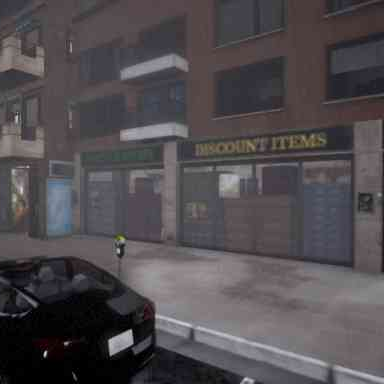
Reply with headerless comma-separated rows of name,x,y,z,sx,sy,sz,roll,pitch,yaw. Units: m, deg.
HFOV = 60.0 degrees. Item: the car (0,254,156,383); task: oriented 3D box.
car,-2.412,1.563,4.591,4.313,1.339,1.947,0,0,36
